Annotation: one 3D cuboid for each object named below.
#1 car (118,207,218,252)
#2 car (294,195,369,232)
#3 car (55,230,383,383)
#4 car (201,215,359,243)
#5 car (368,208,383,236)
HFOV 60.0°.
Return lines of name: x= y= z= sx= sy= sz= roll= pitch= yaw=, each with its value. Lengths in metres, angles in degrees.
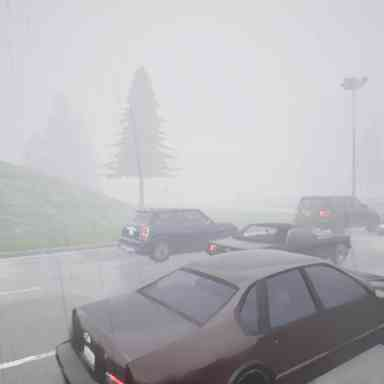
car: x=-0.287 y=1.341 z=12.133 sx=4.553 sy=1.767 sz=2.097 roll=0 pitch=0 yaw=-37
car: x=7.876 y=1.194 z=17.955 sx=5.566 sy=2.045 sz=2.150 roll=0 pitch=0 yaw=-35
car: x=1.093 y=1.541 z=4.527 sx=5.357 sy=1.411 sz=2.033 roll=0 pitch=0 yaw=-35
car: x=2.804 y=1.588 z=10.042 sx=4.718 sy=1.301 sz=1.895 roll=0 pitch=0 yaw=-36
car: x=10.654 y=1.518 z=15.596 sx=5.357 sy=1.411 sz=2.033 roll=0 pitch=0 yaw=-38
